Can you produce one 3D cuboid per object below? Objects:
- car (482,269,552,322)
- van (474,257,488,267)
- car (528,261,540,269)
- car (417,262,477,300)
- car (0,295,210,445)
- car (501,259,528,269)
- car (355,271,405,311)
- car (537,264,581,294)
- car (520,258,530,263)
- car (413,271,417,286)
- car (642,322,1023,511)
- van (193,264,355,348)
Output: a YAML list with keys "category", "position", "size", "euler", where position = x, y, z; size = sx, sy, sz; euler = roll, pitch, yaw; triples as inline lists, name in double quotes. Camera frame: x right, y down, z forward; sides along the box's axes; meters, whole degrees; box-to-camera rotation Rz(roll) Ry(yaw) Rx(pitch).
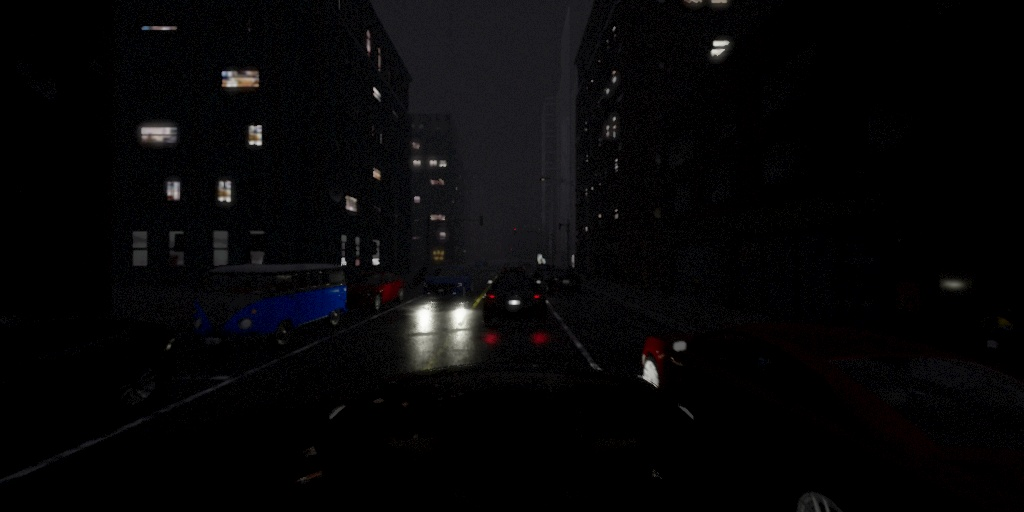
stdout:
- category: "car"
  position: [0.083, 1.316, 12.373]
  size: [1.994, 1.385, 4.181]
  euler: [0, 0, 0]
- category: "van"
  position: [-5.690, 1.121, 63.402]
  size: [1.690, 1.789, 3.998]
  euler: [0, 0, 0]
- category: "car"
  position: [2.691, 1.323, 30.996]
  size: [1.948, 1.339, 4.313]
  euler: [0, 0, 0]
- category: "car"
  position: [-3.096, 1.230, 18.112]
  size: [1.882, 1.535, 5.008]
  euler: [0, 0, 0]
- category: "car"
  position: [-5.690, 1.316, 3.391]
  size: [1.948, 1.339, 4.313]
  euler: [0, 0, 0]
- category: "car"
  position: [0.089, 1.235, 29.450]
  size: [1.882, 1.535, 5.008]
  euler: [0, 0, 0]
- category: "car"
  position: [-5.690, 1.297, 14.438]
  size: [1.888, 1.381, 4.507]
  euler: [0, 0, 0]
- category: "car"
  position: [2.692, 1.319, 19.949]
  size: [1.948, 1.339, 4.313]
  euler: [0, 0, 0]
- category: "car"
  position: [2.691, 1.362, 63.401]
  size: [1.802, 1.307, 4.207]
  euler: [0, 0, 0]
- category: "car"
  position: [-5.690, 1.321, 25.485]
  size: [1.948, 1.339, 4.313]
  euler: [0, 0, 0]
- category: "car"
  position: [2.692, 1.295, 3.379]
  size: [1.888, 1.381, 4.507]
  euler: [0, 0, 0]
- category: "van"
  position: [-5.690, 1.092, 8.915]
  size: [1.690, 1.789, 3.998]
  euler: [0, 0, 0]
